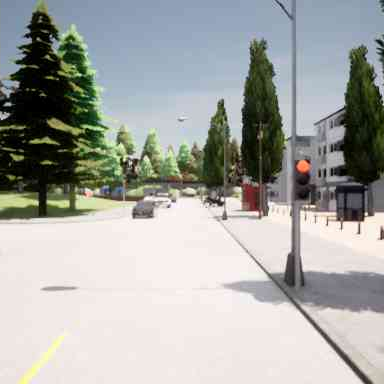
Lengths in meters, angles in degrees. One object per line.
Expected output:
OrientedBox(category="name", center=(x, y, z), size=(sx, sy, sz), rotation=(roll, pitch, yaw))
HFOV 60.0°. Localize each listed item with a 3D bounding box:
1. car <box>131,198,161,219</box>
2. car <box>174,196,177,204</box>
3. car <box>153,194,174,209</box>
OrientedBox(category="car", center=(-4.111, 1.515, 29.356), size=(1.837, 1.490, 4.892), rotation=(0, 0, 0))
OrientedBox(category="car", center=(-4.004, 1.572, 67.092), size=(2.033, 1.411, 5.357), rotation=(0, 0, 0))
OrientedBox(category="car", center=(-4.116, 1.238, 46.429), size=(2.150, 2.045, 5.566), rotation=(0, 0, 0))
